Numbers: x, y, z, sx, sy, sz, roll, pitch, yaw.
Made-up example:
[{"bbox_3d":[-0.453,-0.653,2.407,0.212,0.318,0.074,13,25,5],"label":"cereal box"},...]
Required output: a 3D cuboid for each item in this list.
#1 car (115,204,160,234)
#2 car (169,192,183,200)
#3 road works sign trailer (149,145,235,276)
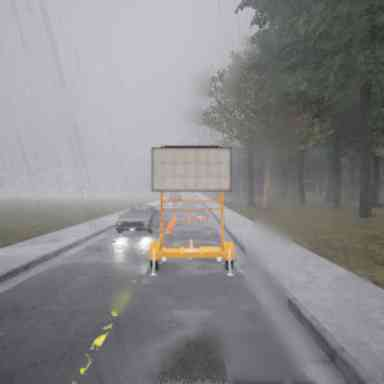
[{"bbox_3d":[-2.865,1.406,18.615,2.033,1.411,5.357,0,0,0],"label":"car"},{"bbox_3d":[-2.857,0.773,59.342,2.150,2.045,5.566,0,0,0],"label":"car"},{"bbox_3d":[-0.007,0.387,10.079,2.380,3.560,2.880,0,0,0],"label":"road works sign trailer"}]
